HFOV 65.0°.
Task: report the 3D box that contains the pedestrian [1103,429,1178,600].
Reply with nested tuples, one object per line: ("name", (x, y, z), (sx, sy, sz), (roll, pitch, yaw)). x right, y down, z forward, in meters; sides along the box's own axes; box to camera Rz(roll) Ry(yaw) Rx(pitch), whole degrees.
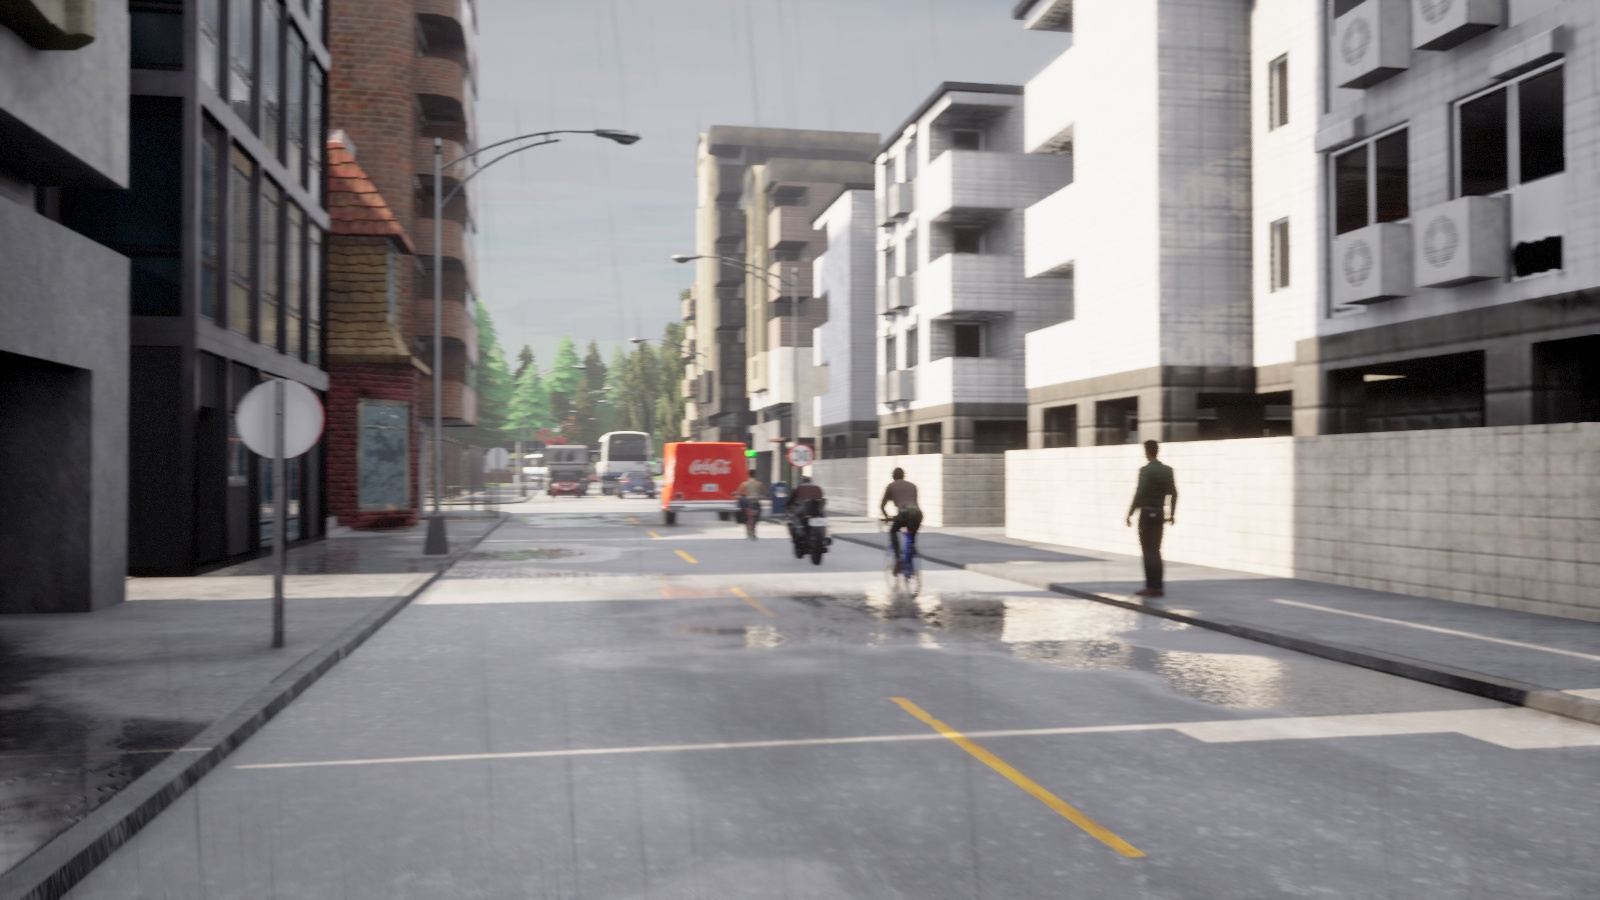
("pedestrian", (3.998, 0.742, 14.767), (0.423, 1.949, 0.788), (0, -1, -23))

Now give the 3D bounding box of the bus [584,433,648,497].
("bus", (-13.085, 1.091, 88.351), (3.944, 4.253, 10.273), (0, -1, -11))

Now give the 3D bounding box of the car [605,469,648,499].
("car", (-10.238, 1.971, 73.971), (2.152, 1.651, 5.027), (0, -1, -12))

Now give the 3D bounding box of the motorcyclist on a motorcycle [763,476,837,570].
("motorcyclist on a motorcycle", (-0.031, 1.231, 22.006), (0.866, 1.530, 2.191), (0, -1, -11))

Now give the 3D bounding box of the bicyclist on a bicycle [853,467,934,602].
("bicyclist on a bicycle", (1.159, 1.032, 15.924), (0.582, 1.620, 1.656), (0, -1, -11))

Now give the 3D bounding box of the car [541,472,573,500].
("car", (-14.671, 2.163, 75.783), (1.851, 1.617, 3.988), (0, -1, -11))

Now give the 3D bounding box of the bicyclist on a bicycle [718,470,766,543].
("bicyclist on a bicycle", (-1.332, 1.259, 28.633), (0.866, 1.612, 1.509), (0, -1, -11))

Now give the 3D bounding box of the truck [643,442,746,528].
("truck", (-3.374, 1.040, 39.058), (2.627, 2.467, 5.204), (0, -1, -11))

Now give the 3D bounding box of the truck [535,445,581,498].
("truck", (-16.616, 1.474, 85.729), (2.891, 3.462, 7.936), (0, -1, -12))
